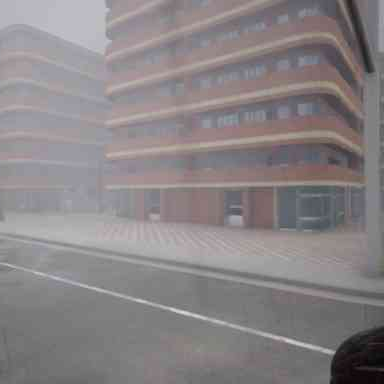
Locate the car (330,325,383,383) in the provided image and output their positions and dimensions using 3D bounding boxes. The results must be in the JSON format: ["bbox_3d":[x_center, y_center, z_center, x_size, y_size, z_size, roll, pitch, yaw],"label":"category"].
[{"bbox_3d":[3.314,1.472,1.582,5.008,1.535,1.882,0,0,36],"label":"car"}]
